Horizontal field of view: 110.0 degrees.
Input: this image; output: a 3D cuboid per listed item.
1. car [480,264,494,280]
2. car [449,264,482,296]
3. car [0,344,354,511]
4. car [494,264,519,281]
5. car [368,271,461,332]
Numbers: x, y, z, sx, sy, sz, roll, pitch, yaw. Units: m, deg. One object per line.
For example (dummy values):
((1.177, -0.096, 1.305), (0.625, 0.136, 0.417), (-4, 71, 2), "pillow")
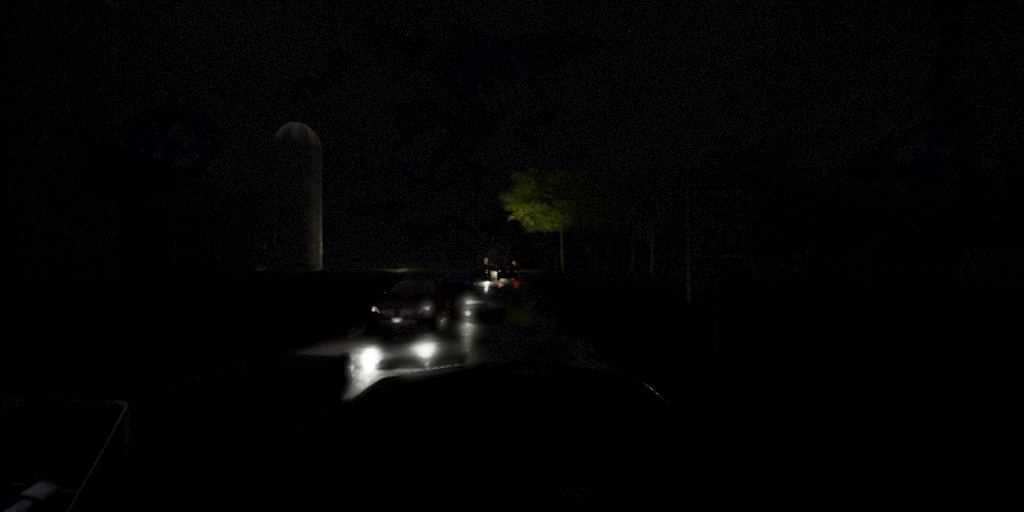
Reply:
((-3.264, 1.610, 37.134), (2.097, 1.767, 4.553), (0, -1, -1), "car")
((-3.115, 1.474, 21.672), (1.882, 1.535, 5.008), (0, -1, -1), "car")
((-2.809, 1.379, 2.099), (1.895, 1.301, 4.718), (0, -1, -1), "car")
((-0.410, 1.562, 36.525), (2.097, 1.767, 4.553), (0, -1, 0), "car")
((-2.958, 1.394, 11.474), (1.812, 1.442, 4.674), (0, -1, -1), "car")
